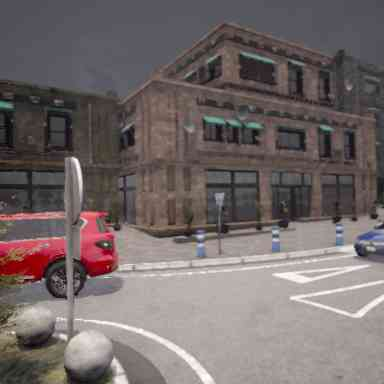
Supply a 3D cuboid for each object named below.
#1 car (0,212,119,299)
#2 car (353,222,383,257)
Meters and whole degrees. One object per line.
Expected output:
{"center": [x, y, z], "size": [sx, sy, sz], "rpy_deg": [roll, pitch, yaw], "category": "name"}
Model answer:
{"center": [-4.757, 1.588, 8.604], "size": [5.566, 2.045, 2.150], "rpy_deg": [-1, -4, -14], "category": "car"}
{"center": [8.187, 1.675, 12.604], "size": [4.674, 1.442, 1.812], "rpy_deg": [-1, -2, -29], "category": "car"}
